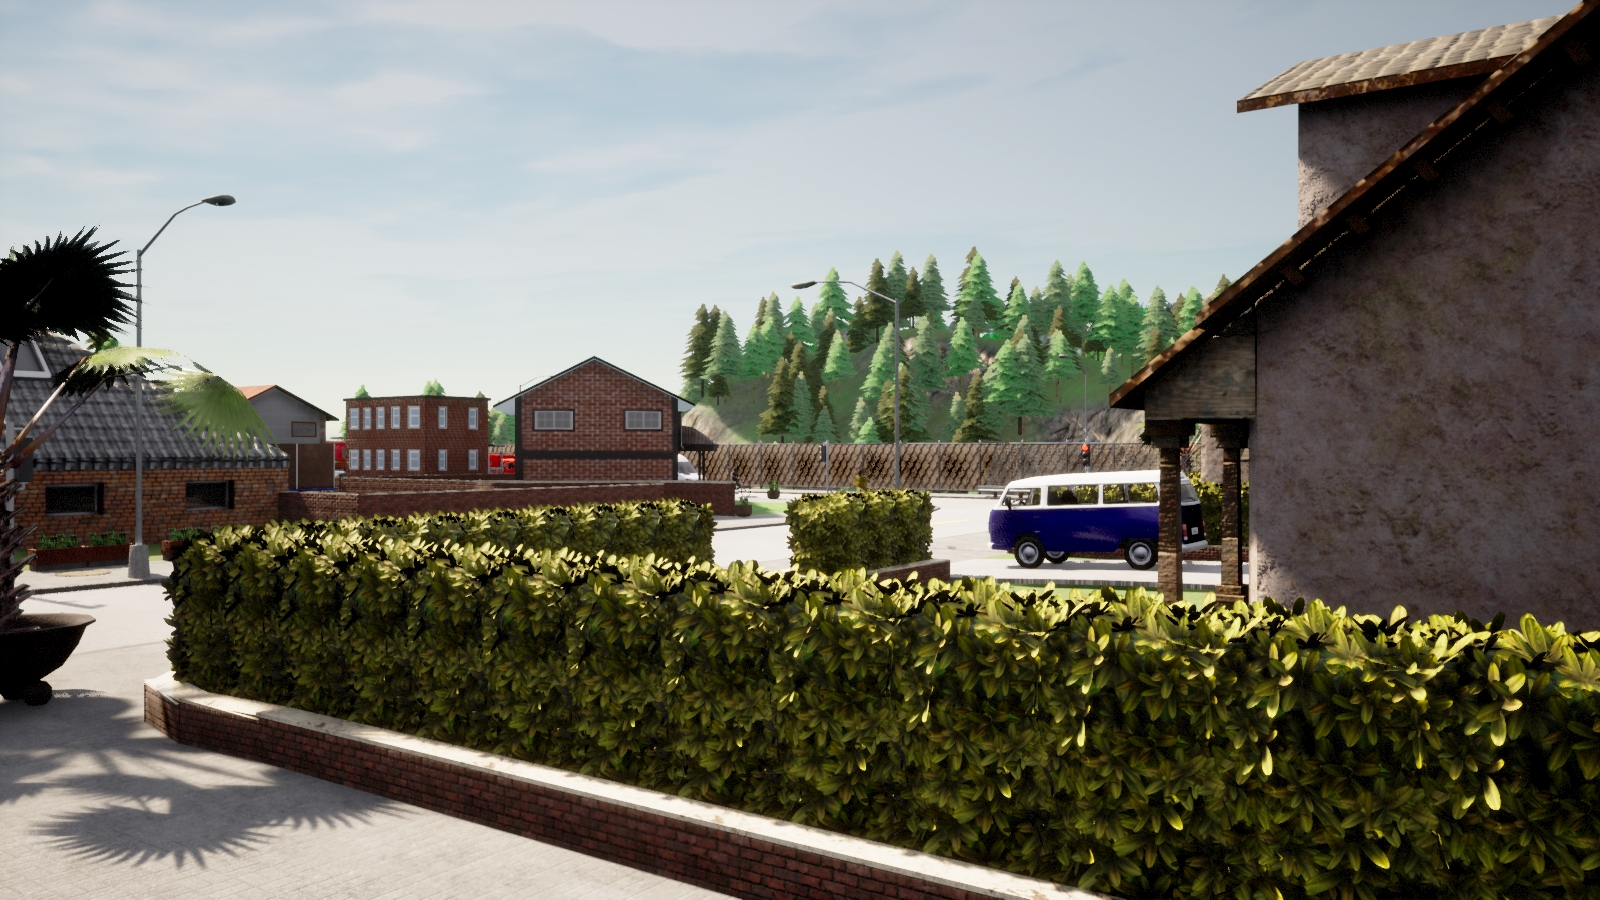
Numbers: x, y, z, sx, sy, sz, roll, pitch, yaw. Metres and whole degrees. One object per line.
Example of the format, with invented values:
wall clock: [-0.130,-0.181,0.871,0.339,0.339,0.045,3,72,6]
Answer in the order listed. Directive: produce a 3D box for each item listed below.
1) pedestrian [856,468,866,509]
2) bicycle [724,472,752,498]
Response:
pedestrian: [2.750,1.734,51.492,0.375,1.860,0.375,0,0,18]
bicycle: [-3.643,2.044,67.431,1.835,1.471,0.329,0,0,35]
